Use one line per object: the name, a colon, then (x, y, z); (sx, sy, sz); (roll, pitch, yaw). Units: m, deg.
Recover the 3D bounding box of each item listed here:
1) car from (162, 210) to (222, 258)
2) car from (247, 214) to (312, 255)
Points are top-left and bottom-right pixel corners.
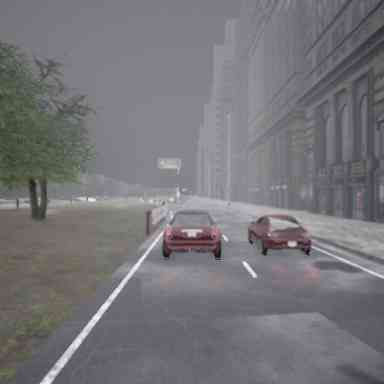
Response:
car: (0.009, 1.483, 13.424); (2.097, 1.767, 4.553); (0, -1, 0)
car: (3.512, 1.662, 13.904); (1.812, 1.442, 4.674); (0, 0, 0)
